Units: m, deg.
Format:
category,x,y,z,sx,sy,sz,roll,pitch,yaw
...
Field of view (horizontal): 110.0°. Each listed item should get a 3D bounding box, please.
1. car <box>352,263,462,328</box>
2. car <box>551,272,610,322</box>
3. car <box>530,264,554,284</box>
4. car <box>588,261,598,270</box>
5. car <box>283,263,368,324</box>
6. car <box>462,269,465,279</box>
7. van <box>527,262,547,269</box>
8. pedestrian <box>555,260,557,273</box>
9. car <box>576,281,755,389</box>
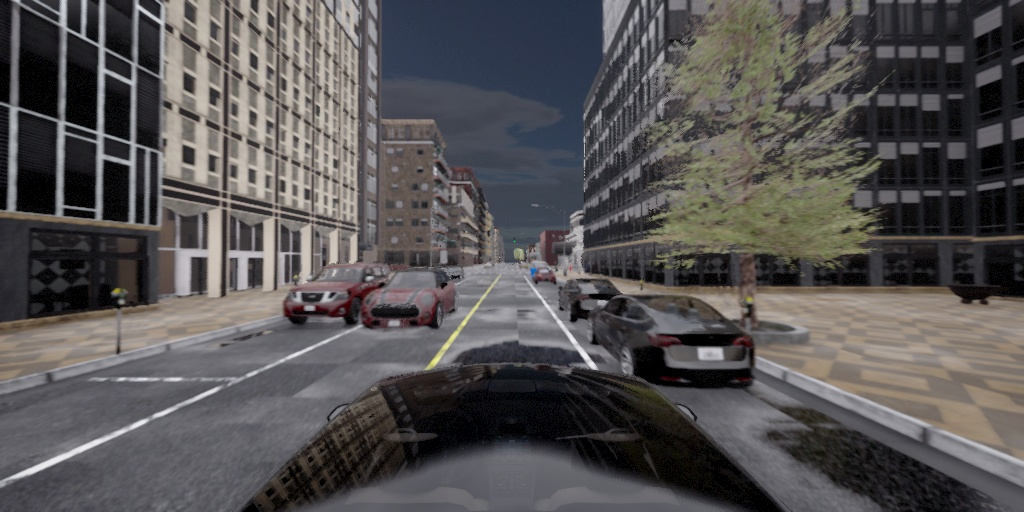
category,x,y,z,sx,sy,sz,roll,pitch,yaw
car,-3.101,1.203,11.704,2.097,1.767,4.553,0,-1,0
car,2.658,1.426,12.565,1.948,1.339,4.313,0,0,0
car,2.658,1.620,29.631,1.802,1.307,4.207,0,0,0
car,14.921,1.673,56.202,5.009,1.841,2.192,0,0,0
car,-5.690,1.175,12.591,2.192,1.841,5.009,0,0,0
car,-5.689,1.665,35.345,1.948,1.339,4.313,0,0,0
van,2.658,1.439,35.319,1.690,1.789,3.998,0,0,0
pedestrian,6.136,1.404,50.622,0.375,1.860,0.375,0,-1,0
car,2.658,1.367,6.875,1.948,1.339,4.313,0,0,0
